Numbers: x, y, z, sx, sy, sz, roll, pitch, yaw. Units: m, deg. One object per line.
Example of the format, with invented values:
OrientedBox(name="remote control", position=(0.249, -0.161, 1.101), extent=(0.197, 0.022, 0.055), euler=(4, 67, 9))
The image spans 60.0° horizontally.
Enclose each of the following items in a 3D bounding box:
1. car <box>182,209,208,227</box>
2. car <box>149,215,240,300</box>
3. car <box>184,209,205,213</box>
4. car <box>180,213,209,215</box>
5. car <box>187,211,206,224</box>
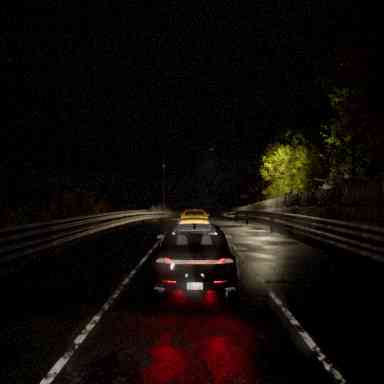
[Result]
OrientedBox(name="car", position=(0.299, 2.267, 29.869), extent=(2.128, 1.511, 4.902), euler=(0, -3, 1))
OrientedBox(name="car", position=(0.067, 1.547, 8.519), extent=(2.128, 1.511, 4.902), euler=(0, -1, 0))
OrientedBox(name="car", position=(0.178, 1.924, 22.869), extent=(1.882, 1.535, 5.008), euler=(0, -2, 1))
OrientedBox(name="car", position=(0.103, 1.776, 14.602), extent=(1.895, 1.301, 4.718), euler=(0, -1, 0))
OrientedBox(name="car", position=(0.564, 2.742, 36.060), extent=(1.895, 1.301, 4.718), euler=(0, -4, 2))
